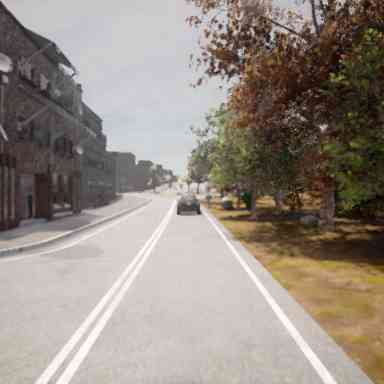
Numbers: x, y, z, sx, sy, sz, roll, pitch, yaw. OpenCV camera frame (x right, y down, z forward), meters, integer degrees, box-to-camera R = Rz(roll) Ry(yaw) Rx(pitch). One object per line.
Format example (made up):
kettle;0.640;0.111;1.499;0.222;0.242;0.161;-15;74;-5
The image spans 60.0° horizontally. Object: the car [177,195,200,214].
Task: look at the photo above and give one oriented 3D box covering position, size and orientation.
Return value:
car;-0.339;1.061;31.418;2.097;1.767;4.553;0;1;-1
